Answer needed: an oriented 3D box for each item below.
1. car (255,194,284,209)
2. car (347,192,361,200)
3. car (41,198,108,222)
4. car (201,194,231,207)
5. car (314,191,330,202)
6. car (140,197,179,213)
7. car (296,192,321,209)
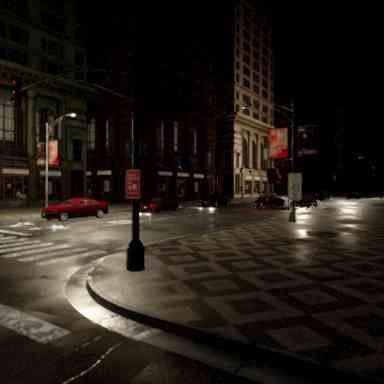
[{"bbox_3d":[8.670,1.017,36.790,2.128,1.511,4.902,0,1,35],"label":"car"},{"bbox_3d":[29.443,0.671,60.476,1.812,1.442,4.674,0,1,35],"label":"car"},{"bbox_3d":[-8.432,1.222,24.251,1.882,1.535,5.008,0,1,35],"label":"car"},{"bbox_3d":[2.955,1.000,40.294,1.837,1.490,4.892,0,1,35],"label":"car"},{"bbox_3d":[20.959,0.610,54.136,2.097,1.767,4.553,0,1,35],"label":"car"},{"bbox_3d":[-3.072,1.190,31.805,1.994,1.385,4.181,0,1,36],"label":"car"},{"bbox_3d":[12.232,1.048,36.194,1.812,1.442,4.674,0,1,35],"label":"car"}]
